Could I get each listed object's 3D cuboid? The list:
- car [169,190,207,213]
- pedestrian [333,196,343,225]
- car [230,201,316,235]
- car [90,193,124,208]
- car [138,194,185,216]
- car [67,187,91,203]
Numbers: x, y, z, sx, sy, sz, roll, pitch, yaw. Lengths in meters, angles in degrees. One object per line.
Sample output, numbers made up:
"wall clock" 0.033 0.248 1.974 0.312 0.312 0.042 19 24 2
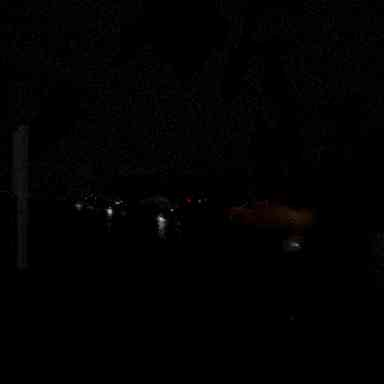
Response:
"car" -0.931 0.803 30.013 2.150 2.045 5.566 1 1 -36
"pedestrian" 9.192 1.129 21.024 0.375 1.860 0.375 2 -1 -36
"car" 4.177 1.264 17.762 1.882 1.535 5.008 1 1 -36
"car" -9.120 0.886 36.384 1.837 1.490 4.892 1 1 -36
"car" -2.877 1.096 27.639 1.812 1.442 4.674 1 1 -35
"car" -15.157 0.419 44.904 2.150 2.045 5.566 1 1 -35
